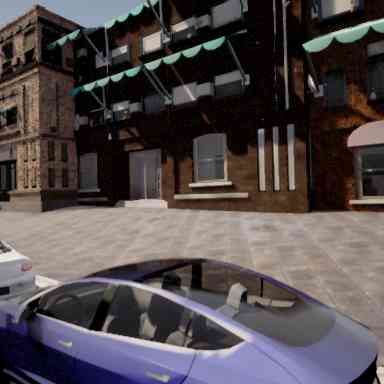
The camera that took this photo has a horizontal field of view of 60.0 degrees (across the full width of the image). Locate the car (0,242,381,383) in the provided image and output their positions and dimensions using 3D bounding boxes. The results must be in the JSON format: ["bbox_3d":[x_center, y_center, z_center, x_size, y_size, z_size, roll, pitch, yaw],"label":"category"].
[{"bbox_3d":[-0.603,1.506,3.746,4.792,1.488,2.163,0,0,35],"label":"car"}]

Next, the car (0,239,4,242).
[{"bbox_3d":[-5.093,1.518,6.950,4.674,1.452,2.002,0,0,36],"label":"car"}]
